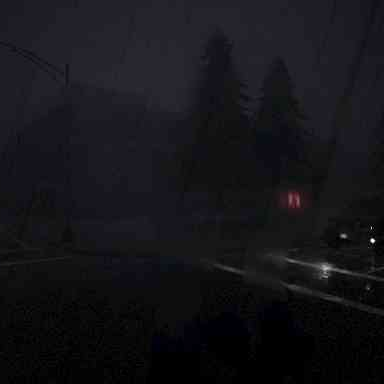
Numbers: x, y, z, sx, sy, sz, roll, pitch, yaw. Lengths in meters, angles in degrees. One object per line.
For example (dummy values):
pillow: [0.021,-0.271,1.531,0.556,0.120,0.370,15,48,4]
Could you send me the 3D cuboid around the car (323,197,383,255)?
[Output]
car: [7.729,1.248,13.728,5.566,2.045,2.150,0,0,-37]
